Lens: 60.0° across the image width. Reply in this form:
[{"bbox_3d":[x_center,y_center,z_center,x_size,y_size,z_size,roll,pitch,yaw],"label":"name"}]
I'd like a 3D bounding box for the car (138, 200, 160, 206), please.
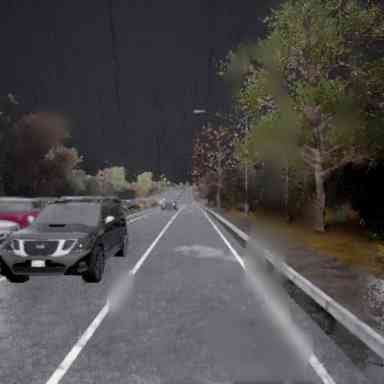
[{"bbox_3d":[-10.547,2.692,81.837,4.892,1.521,2.231,0,-2,0],"label":"car"}]

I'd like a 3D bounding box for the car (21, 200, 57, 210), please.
[{"bbox_3d":[-23.549,2.035,51.391,4.674,1.452,2.002,0,-1,0],"label":"car"}]

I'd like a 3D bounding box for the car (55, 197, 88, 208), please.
[{"bbox_3d":[-23.561,2.057,65.245,5.566,2.045,2.435,0,-1,0],"label":"car"}]

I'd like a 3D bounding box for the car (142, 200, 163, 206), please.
[{"bbox_3d":[-10.383,2.839,87.256,5.366,1.575,1.946,0,-2,0],"label":"car"}]

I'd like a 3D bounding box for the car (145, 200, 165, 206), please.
[{"bbox_3d":[-10.398,3.014,92.926,5.366,1.575,1.946,0,-2,0],"label":"car"}]

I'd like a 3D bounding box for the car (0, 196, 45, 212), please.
[{"bbox_3d":[-23.508,1.616,45.733,5.566,2.045,2.435,0,-1,0],"label":"car"}]

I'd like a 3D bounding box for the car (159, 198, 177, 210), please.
[{"bbox_3d":[-3.503,1.846,51.247,2.097,1.767,4.553,0,-1,0],"label":"car"}]

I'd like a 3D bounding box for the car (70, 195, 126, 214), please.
[{"bbox_3d":[-10.462,1.428,37.434,5.566,2.045,2.435,0,-1,0],"label":"car"}]

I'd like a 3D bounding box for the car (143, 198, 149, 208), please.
[{"bbox_3d":[-10.293,2.052,54.082,5.366,1.575,1.946,0,-1,0],"label":"car"}]

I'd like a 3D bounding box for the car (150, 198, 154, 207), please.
[{"bbox_3d":[-10.316,2.240,62.408,5.366,1.575,1.946,0,-1,0],"label":"car"}]

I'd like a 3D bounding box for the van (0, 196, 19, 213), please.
[{"bbox_3d":[-23.638,1.519,40.318,4.442,1.987,1.878,0,-1,0],"label":"van"}]

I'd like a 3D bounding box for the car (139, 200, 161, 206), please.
[{"bbox_3d":[-10.746,2.762,84.603,5.366,1.575,1.946,0,-2,0],"label":"car"}]

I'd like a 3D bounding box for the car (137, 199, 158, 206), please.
[{"bbox_3d":[-10.577,2.496,79.061,4.553,1.767,2.185,0,-1,0],"label":"car"}]

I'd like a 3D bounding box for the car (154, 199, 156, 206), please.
[{"bbox_3d":[-10.487,2.398,67.959,4.792,1.488,2.163,0,-1,0],"label":"car"}]

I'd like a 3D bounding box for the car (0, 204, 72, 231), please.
[{"bbox_3d":[-10.395,1.556,20.792,5.008,1.535,2.097,0,0,0],"label":"car"}]

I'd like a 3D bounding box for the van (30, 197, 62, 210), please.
[{"bbox_3d":[-23.675,1.829,54.040,4.442,1.987,1.878,0,-1,0],"label":"van"}]

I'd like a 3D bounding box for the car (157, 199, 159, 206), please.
[{"bbox_3d":[-10.568,2.586,76.285,4.792,1.488,2.163,0,-1,0],"label":"car"}]

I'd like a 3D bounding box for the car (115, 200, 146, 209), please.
[{"bbox_3d":[-10.480,2.119,56.857,4.892,1.521,2.231,0,-1,0],"label":"car"}]

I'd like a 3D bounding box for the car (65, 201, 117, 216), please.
[{"bbox_3d":[-10.456,1.676,34.678,4.792,1.488,2.163,0,-1,0],"label":"car"}]

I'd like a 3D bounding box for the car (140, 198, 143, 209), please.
[{"bbox_3d":[-10.440,1.867,51.309,4.553,1.767,2.185,0,-1,0],"label":"car"}]

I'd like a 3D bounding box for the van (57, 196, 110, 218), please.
[{"bbox_3d":[-10.302,1.403,31.898,4.442,1.987,1.878,0,0,0],"label":"van"}]

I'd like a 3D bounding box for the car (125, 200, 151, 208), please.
[{"bbox_3d":[-10.479,2.336,65.183,4.792,1.488,2.163,0,-1,0],"label":"car"}]

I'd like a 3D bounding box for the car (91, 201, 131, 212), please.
[{"bbox_3d":[-10.452,1.845,42.979,4.674,1.452,2.002,0,-1,0],"label":"car"}]

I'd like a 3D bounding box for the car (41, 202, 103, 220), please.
[{"bbox_3d":[-10.414,1.651,29.120,4.674,1.452,2.002,0,0,0],"label":"car"}]

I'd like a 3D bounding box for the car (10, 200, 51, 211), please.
[{"bbox_3d":[-23.538,1.933,48.622,5.008,1.535,2.097,0,-1,0],"label":"car"}]

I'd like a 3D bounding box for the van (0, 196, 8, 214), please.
[{"bbox_3d":[-23.397,1.454,37.416,4.442,1.987,1.878,0,-1,0],"label":"van"}]

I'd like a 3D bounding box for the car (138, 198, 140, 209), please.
[{"bbox_3d":[-10.433,1.805,48.534,4.553,1.767,2.185,0,-1,0],"label":"car"}]

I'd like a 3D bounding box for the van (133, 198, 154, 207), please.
[{"bbox_3d":[-10.648,2.268,73.515,4.442,1.987,1.878,0,-1,0],"label":"van"}]

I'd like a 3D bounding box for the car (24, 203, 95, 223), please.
[{"bbox_3d":[-10.374,1.622,26.343,4.792,1.488,2.163,0,0,0],"label":"car"}]

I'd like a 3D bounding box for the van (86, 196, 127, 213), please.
[{"bbox_3d":[-10.325,1.516,40.210,4.442,1.987,1.878,0,-1,0],"label":"van"}]

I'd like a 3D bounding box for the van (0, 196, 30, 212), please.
[{"bbox_3d":[-23.645,1.579,42.963,4.442,1.987,1.878,0,-1,0],"label":"van"}]

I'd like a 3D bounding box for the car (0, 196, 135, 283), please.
[{"bbox_3d":[-3.381,1.229,10.057,2.150,2.045,5.566,0,0,0],"label":"car"}]

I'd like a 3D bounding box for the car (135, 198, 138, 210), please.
[{"bbox_3d":[-10.451,1.867,45.755,5.008,1.535,2.097,0,-1,0],"label":"car"}]
